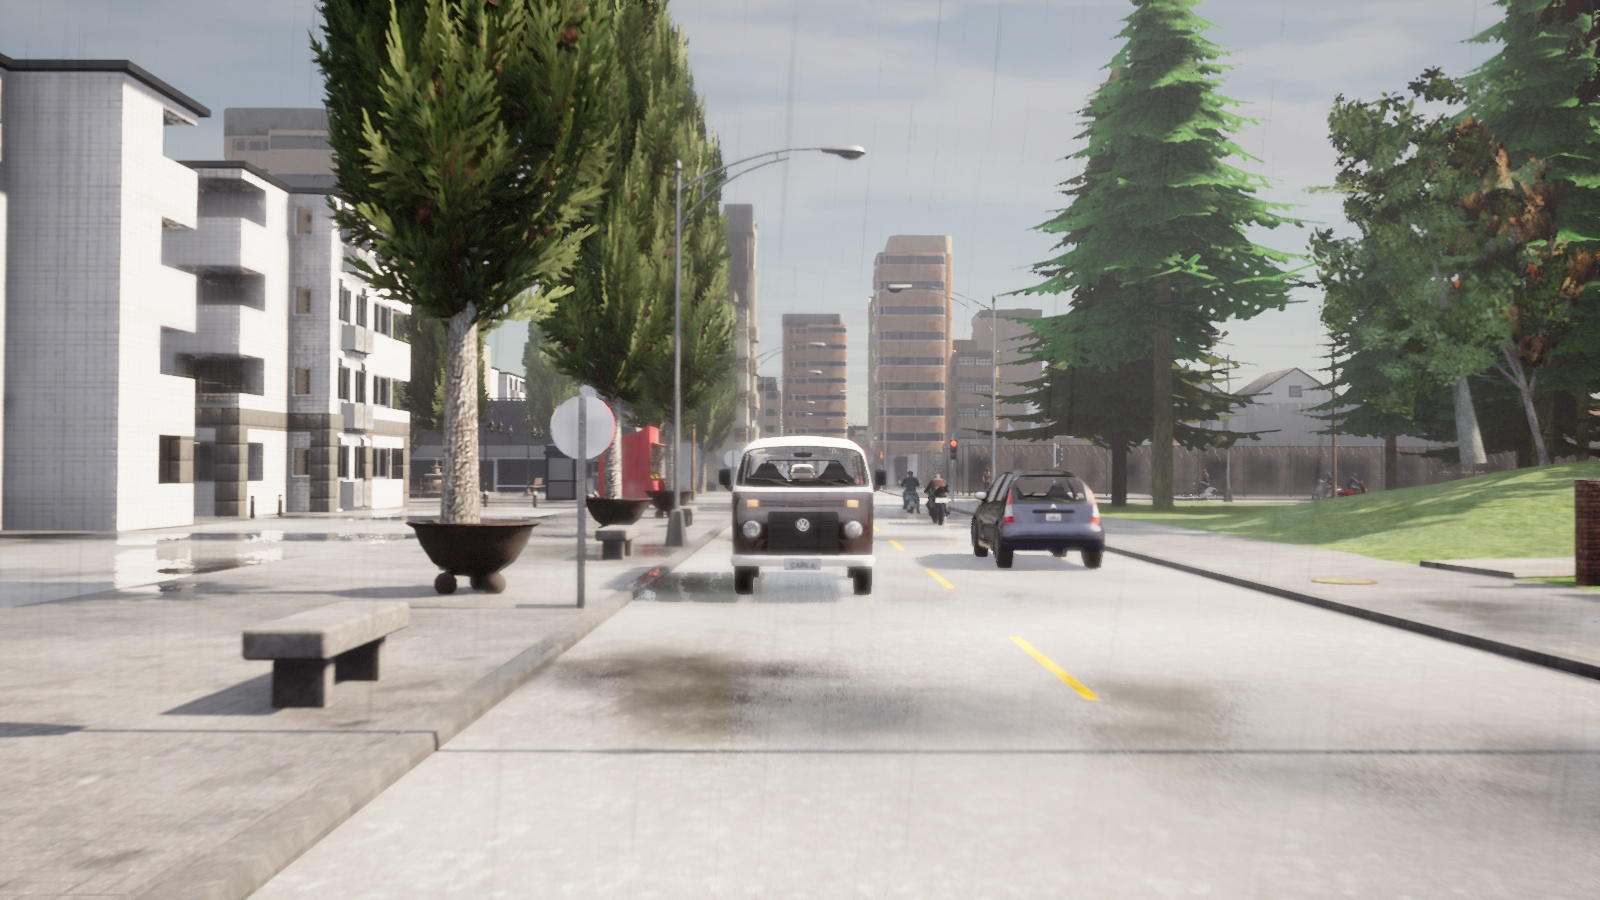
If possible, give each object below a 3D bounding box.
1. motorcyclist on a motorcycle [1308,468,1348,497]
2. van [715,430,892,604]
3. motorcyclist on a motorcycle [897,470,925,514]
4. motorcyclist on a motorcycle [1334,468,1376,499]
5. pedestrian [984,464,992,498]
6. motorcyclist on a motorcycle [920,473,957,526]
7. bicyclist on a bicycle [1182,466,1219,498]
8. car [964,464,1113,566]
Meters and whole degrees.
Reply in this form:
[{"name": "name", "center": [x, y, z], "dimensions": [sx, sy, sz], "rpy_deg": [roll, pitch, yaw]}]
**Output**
[{"name": "motorcyclist on a motorcycle", "center": [29.293, 1.820, 69.658], "dimensions": [1.817, 1.590, 0.866], "rpy_deg": [0, -1, 0]}, {"name": "van", "center": [0.047, 0.822, 16.969], "dimensions": [2.069, 2.038, 4.480], "rpy_deg": [0, -1, 0]}, {"name": "motorcyclist on a motorcycle", "center": [4.119, 1.533, 46.651], "dimensions": [0.866, 1.590, 1.817], "rpy_deg": [0, -1, 0]}, {"name": "motorcyclist on a motorcycle", "center": [29.026, 1.754, 65.659], "dimensions": [1.817, 1.590, 0.866], "rpy_deg": [0, -1, 0]}, {"name": "pedestrian", "center": [10.089, 1.658, 67.358], "dimensions": [0.328, 1.805, 0.869], "rpy_deg": [0, -1, 0]}, {"name": "motorcyclist on a motorcycle", "center": [4.117, 1.461, 37.492], "dimensions": [0.866, 1.530, 2.191], "rpy_deg": [0, -1, 0]}, {"name": "bicyclist on a bicycle", "center": [22.239, 1.766, 69.707], "dimensions": [1.843, 1.776, 0.659], "rpy_deg": [0, -1, 0]}, {"name": "car", "center": [4.065, 1.066, 22.021], "dimensions": [1.851, 1.617, 3.988], "rpy_deg": [0, -1, 0]}]
